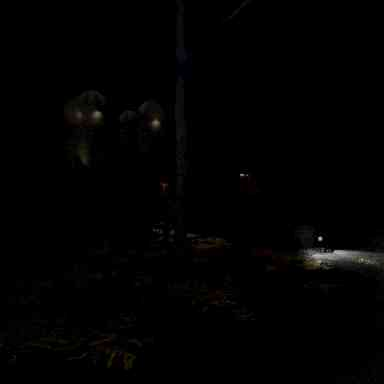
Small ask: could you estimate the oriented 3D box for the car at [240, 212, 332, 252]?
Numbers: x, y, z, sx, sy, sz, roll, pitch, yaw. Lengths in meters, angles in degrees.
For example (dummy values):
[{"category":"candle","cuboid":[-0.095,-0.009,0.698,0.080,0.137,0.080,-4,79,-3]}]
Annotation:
[{"category":"car","cuboid":[3.672,1.564,14.083,1.994,1.385,4.181,0,0,-35]}]
